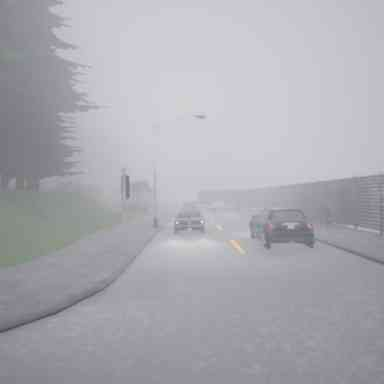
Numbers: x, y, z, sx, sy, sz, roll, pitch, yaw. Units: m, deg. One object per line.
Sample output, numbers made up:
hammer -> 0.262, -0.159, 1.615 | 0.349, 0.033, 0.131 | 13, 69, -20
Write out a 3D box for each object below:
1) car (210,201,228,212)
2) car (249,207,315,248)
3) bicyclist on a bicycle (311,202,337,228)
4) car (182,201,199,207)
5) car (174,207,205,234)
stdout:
car -> 3.750, 2.038, 46.693 | 1.812, 1.442, 4.674 | -1, -1, -4
car -> 4.043, 1.480, 15.652 | 2.097, 1.767, 4.553 | -1, -1, 0
bicyclist on a bicycle -> 8.256, 1.466, 20.842 | 1.656, 1.620, 0.582 | -1, -1, 0
car -> -0.145, 1.921, 31.562 | 1.812, 1.442, 4.674 | -1, -1, 0
car -> -0.137, 1.873, 21.490 | 1.895, 1.301, 4.718 | -1, -1, 0
